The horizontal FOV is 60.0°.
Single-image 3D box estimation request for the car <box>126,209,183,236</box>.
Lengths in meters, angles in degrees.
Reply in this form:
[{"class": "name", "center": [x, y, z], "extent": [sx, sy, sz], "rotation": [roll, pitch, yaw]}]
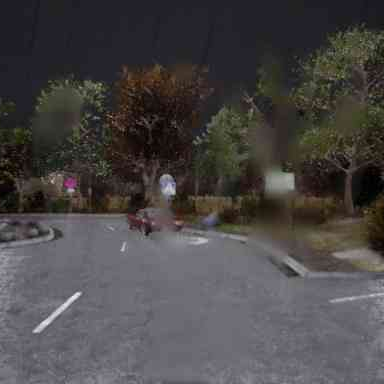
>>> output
[{"class": "car", "center": [-2.234, 1.586, 18.423], "extent": [1.895, 1.301, 4.718], "rotation": [0, 0, -26]}]
